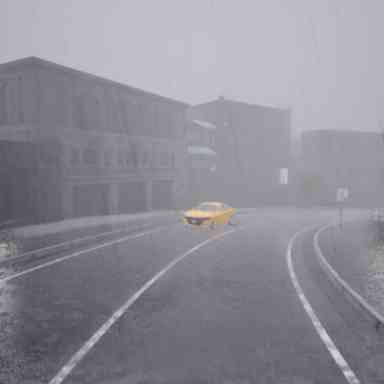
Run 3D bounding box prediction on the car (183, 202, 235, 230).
[{"bbox_3d":[1.183,1.380,20.636,1.882,1.535,5.008,2,1,25],"label":"car"}]
